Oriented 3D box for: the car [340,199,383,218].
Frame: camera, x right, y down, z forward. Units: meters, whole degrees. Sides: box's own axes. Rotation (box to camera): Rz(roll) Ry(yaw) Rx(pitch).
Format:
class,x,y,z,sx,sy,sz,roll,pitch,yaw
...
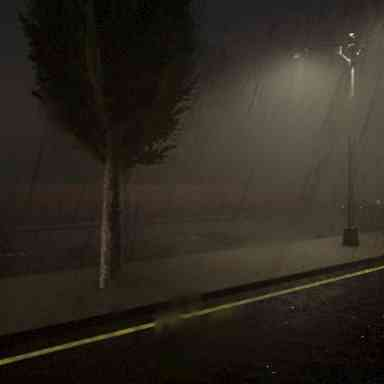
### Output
class,x,y,z,sx,sy,sz,roll,pitch,yaw
car,14.280,1.259,27.260,4.718,1.301,1.895,0,0,-34
